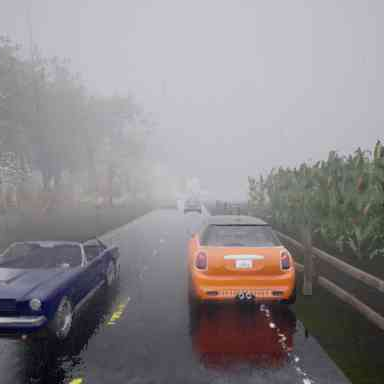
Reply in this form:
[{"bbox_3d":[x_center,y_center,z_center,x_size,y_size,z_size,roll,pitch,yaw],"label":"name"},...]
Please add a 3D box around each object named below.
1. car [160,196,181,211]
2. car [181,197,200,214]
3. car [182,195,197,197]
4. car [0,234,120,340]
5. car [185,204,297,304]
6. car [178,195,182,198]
[{"bbox_3d":[-2.737,1.558,41.030,1.994,1.385,4.181,0,0,0],"label":"car"},{"bbox_3d":[0.084,1.542,35.644,2.033,1.411,5.357,0,0,0],"label":"car"},{"bbox_3d":[0.072,1.346,46.206,2.097,1.767,4.553,0,0,0],"label":"car"},{"bbox_3d":[-2.847,1.599,6.644,1.895,1.301,4.718,0,0,0],"label":"car"},{"bbox_3d":[0.963,1.349,8.277,2.097,1.767,4.553,0,0,0],"label":"car"},{"bbox_3d":[-2.721,1.490,82.890,2.128,1.511,4.902,0,0,0],"label":"car"}]
